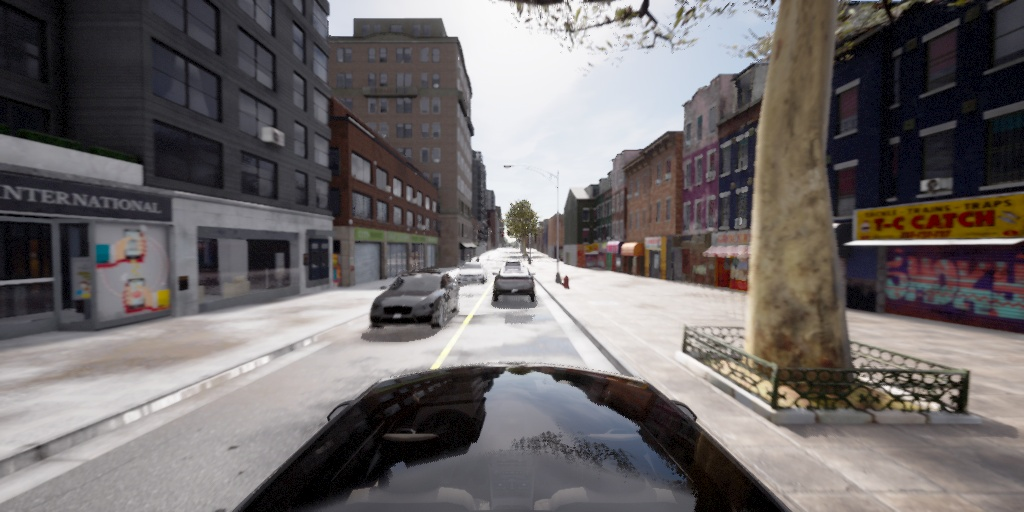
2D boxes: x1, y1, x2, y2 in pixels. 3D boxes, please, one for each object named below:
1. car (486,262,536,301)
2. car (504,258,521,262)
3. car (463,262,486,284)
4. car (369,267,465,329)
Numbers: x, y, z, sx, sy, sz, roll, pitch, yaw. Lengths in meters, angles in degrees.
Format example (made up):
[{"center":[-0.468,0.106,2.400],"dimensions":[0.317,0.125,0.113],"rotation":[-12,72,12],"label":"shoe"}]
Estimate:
[{"center":[0.099,1.206,16.975],"dimensions":[2.128,1.511,4.902],"rotation":[0,0,0],"label":"car"},{"center":[0.098,1.015,43.837],"dimensions":[2.128,1.511,4.902],"rotation":[0,0,0],"label":"car"},{"center":[-2.815,1.191,26.094],"dimensions":[1.812,1.442,4.674],"rotation":[0,0,0],"label":"car"},{"center":[-2.818,1.240,11.282],"dimensions":[1.837,1.490,4.892],"rotation":[0,0,0],"label":"car"}]
